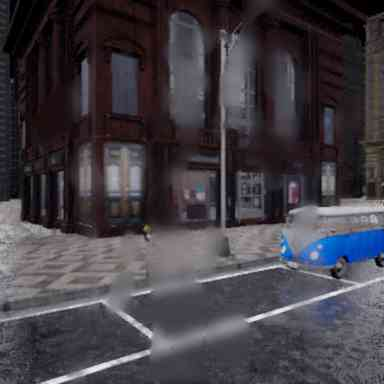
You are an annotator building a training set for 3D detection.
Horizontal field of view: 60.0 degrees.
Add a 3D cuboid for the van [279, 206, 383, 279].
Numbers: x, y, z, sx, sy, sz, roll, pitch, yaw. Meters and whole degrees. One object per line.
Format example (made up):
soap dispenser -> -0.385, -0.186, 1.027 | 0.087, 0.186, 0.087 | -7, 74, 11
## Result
van -> 4.293, 1.333, 9.709 | 3.998, 1.788, 1.690 | 0, 0, -36
